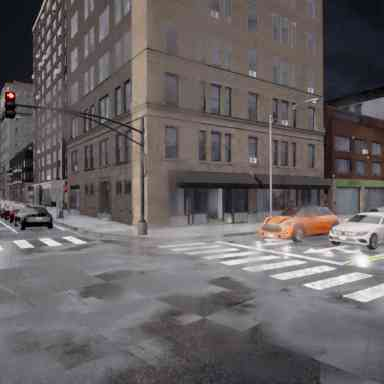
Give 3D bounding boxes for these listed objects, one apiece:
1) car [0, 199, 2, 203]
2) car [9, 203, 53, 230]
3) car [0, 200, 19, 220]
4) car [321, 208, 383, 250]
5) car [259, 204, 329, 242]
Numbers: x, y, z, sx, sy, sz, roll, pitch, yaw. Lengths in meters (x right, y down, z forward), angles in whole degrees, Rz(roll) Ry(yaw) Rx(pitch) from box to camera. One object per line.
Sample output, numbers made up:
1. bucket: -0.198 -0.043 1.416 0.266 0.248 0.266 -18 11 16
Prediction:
1. car: -16.274 1.552 29.946 2.008 1.369 4.403 1 0 -35
2. car: -9.973 1.568 20.855 1.947 1.339 4.313 1 0 -35
3. car: -13.123 1.546 25.401 1.887 1.381 4.507 1 0 -35
4. car: 8.179 1.650 15.077 4.674 1.442 1.812 0 -1 -34
5. car: 5.606 1.504 17.260 4.553 1.767 2.097 0 -1 -35
